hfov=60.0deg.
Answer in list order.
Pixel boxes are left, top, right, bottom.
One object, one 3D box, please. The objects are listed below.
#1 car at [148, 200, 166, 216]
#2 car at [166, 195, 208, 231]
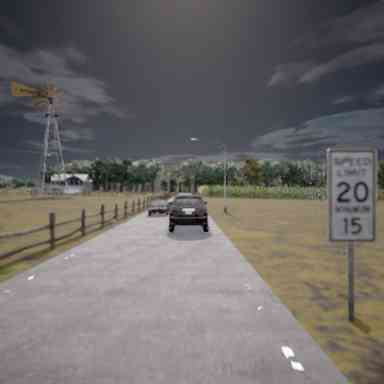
[{"bbox_3d":[-3.084,1.464,31.995,2.033,1.411,5.357,0,0,-1],"label":"car"},{"bbox_3d":[-0.207,1.186,20.272,2.150,2.045,5.566,0,0,-1],"label":"car"}]
